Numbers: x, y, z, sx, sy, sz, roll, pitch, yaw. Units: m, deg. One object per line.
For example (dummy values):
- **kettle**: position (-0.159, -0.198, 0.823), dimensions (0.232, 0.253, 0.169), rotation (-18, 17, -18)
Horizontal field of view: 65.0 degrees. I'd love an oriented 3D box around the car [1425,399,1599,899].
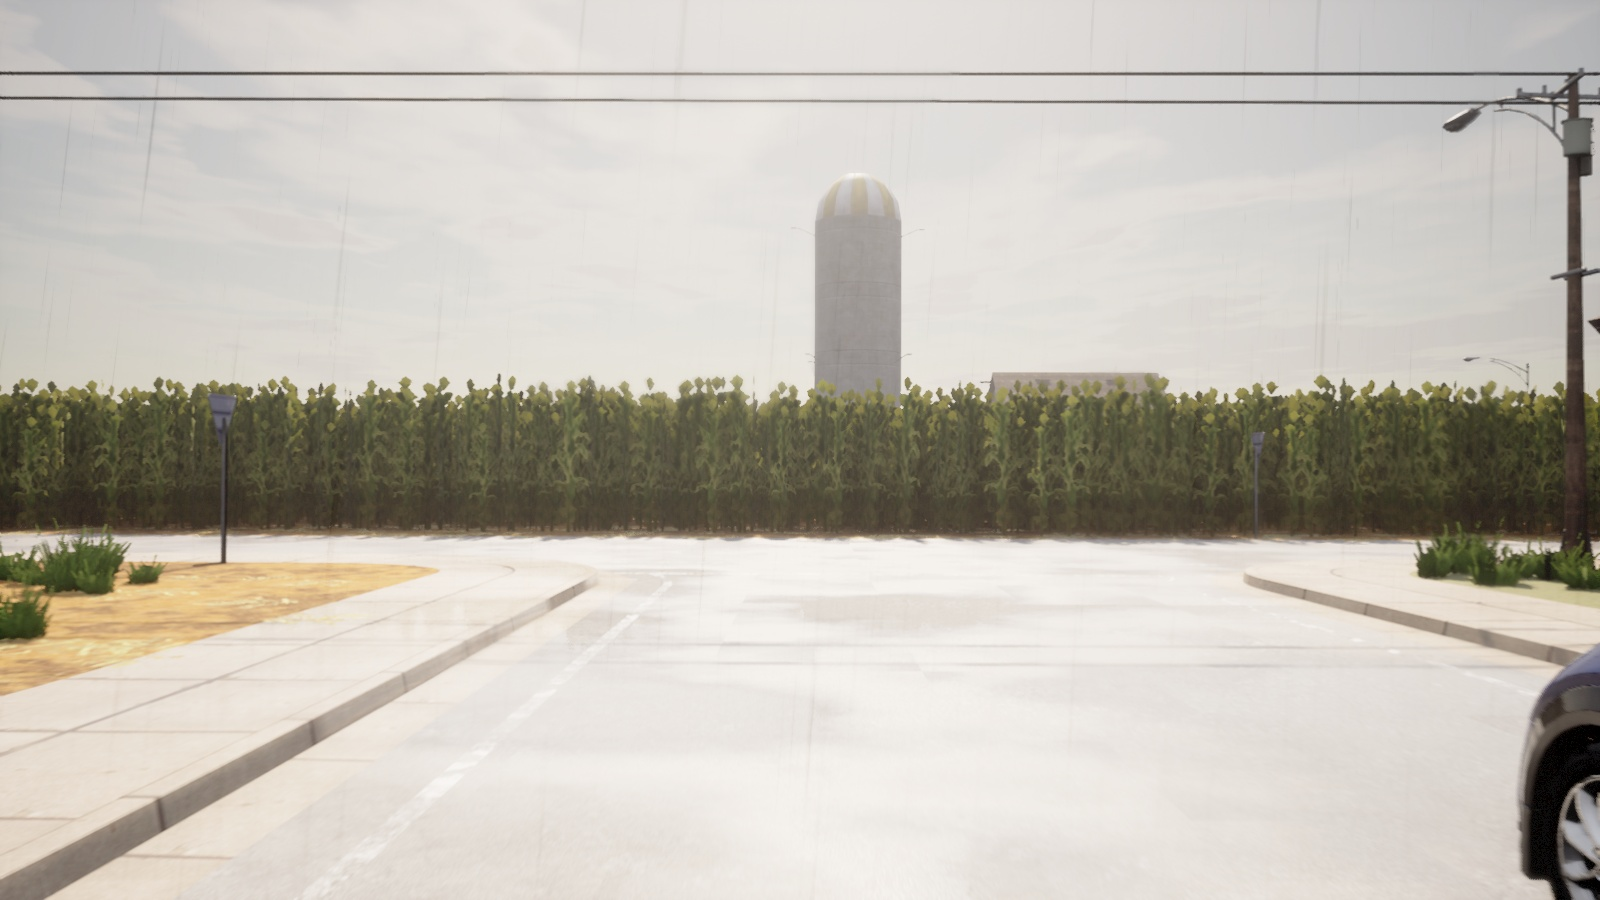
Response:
- **car**: position (3.493, 0.703, 2.603), dimensions (2.097, 1.767, 4.553), rotation (0, -1, 0)
